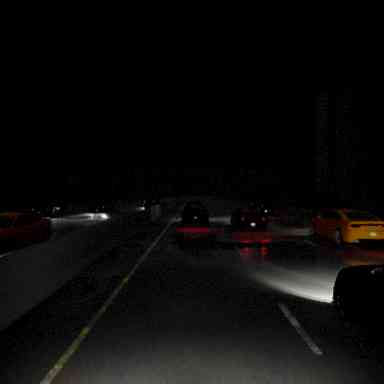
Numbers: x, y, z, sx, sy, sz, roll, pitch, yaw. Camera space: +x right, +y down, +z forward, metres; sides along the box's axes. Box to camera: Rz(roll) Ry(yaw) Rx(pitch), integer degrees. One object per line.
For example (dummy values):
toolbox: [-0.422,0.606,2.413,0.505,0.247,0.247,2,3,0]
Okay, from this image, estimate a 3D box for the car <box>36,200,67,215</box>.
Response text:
car: [-13.918,1.613,32.697,1.837,1.490,4.892,0,0,0]

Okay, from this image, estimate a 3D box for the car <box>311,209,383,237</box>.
car: [7.184,1.530,15.632,1.882,1.535,5.008,0,0,0]

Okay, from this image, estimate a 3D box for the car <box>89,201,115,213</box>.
car: [-10.384,1.743,38.572,1.895,1.301,4.718,0,0,0]

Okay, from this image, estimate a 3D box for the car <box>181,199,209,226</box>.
car: [0.232,1.559,24.479,1.882,1.535,5.008,0,0,0]

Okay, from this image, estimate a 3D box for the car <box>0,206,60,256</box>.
car: [-7.035,1.508,12.489,1.882,1.535,5.008,0,0,0]

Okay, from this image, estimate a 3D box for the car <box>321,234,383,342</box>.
car: [3.648,1.579,4.621,1.994,1.385,4.181,0,0,0]

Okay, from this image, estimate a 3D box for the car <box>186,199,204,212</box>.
car: [0.328,1.659,41.789,2.128,1.511,4.902,0,0,0]

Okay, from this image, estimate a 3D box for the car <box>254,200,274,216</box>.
car: [7.291,1.641,35.052,1.837,1.490,4.892,0,0,0]

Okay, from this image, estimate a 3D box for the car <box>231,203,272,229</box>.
car: [3.720,1.676,22.353,1.895,1.301,4.718,0,0,0]

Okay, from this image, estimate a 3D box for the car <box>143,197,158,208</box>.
car: [-6.765,1.588,54.385,2.097,1.767,4.553,0,0,1]
